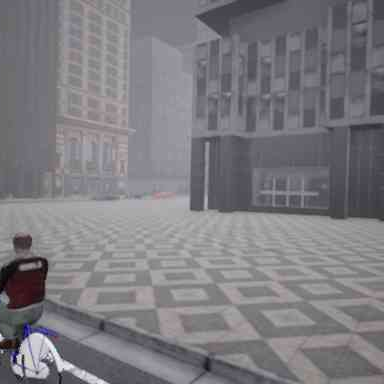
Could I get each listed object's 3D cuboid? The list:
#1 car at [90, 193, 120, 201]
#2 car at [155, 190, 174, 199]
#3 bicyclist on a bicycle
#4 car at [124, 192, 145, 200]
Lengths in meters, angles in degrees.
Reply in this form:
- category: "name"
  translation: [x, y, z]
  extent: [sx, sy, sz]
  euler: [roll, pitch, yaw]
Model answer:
- category: "car"
  translation: [-14.804, 0.888, 57.118]
  extent: [2.033, 1.411, 5.357]
  euler: [2, 1, 35]
- category: "car"
  translation: [-5.770, 0.456, 70.082]
  extent: [2.097, 1.767, 4.553]
  euler: [2, 1, 35]
- category: "bicyclist on a bicycle"
  translation: [-2.019, 1.326, 3.741]
  extent: [1.843, 1.776, 0.659]
  euler: [1, 1, 35]
- category: "car"
  translation: [-11.554, 0.754, 67.039]
  extent: [1.837, 1.490, 4.892]
  euler: [2, 1, 35]
